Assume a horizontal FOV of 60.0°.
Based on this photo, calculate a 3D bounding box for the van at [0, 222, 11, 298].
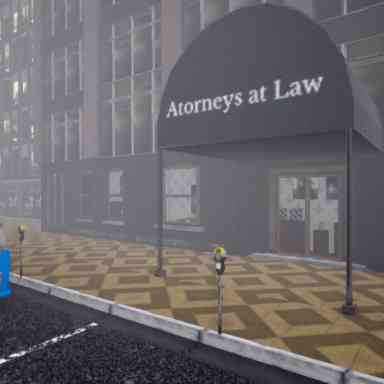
[{"bbox_3d":[-5.308,1.341,6.687,3.998,1.788,1.690,0,0,36],"label":"van"}]
